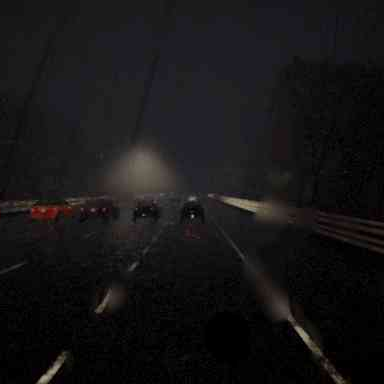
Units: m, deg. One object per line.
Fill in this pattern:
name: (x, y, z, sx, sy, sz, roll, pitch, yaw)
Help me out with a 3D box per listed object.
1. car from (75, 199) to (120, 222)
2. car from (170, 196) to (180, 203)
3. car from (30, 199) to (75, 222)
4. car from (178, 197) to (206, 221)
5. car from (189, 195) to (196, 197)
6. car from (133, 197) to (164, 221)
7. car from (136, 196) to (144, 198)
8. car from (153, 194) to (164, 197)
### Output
car: (-6.957, 1.305, 25.546, 2.097, 1.767, 4.553, 0, 0, 0)
car: (-3.333, 1.433, 67.292, 2.033, 1.411, 5.357, 0, 0, 1)
car: (-10.456, 1.305, 25.531, 2.097, 1.767, 4.553, 0, 0, 0)
car: (0.051, 1.459, 26.412, 1.837, 1.490, 4.892, 0, 1, 0)
car: (0.157, 1.414, 66.428, 1.812, 1.442, 4.674, 0, 0, 0)
car: (-3.449, 1.445, 26.329, 2.128, 1.511, 4.902, 0, 0, 0)
car: (-10.328, 1.488, 67.064, 1.895, 1.301, 4.718, 0, 0, 1)
car: (-6.815, 1.242, 66.770, 2.097, 1.767, 4.553, 0, 0, 0)
